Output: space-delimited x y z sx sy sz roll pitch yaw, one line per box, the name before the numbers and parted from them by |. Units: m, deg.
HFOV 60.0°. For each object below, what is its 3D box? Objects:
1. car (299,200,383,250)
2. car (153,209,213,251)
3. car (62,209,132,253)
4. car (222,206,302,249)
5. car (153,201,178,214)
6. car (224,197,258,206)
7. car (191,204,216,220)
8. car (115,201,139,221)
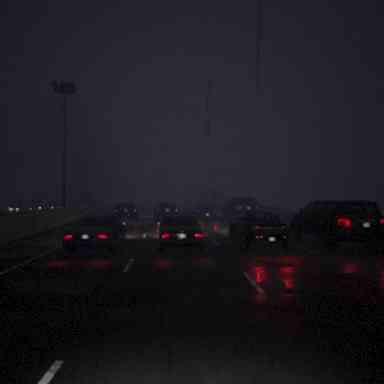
car | 6.431 1.358 15.307 2.150 2.045 5.566 0 0 -4
car | -0.547 1.686 14.751 2.033 1.411 5.357 0 -1 -4
car | -4.037 1.685 14.484 2.033 1.411 5.357 0 -1 -4
car | 2.920 1.635 15.316 2.128 1.511 4.902 0 0 -4
car | -2.425 1.636 30.458 2.097 1.767 4.553 0 -1 -9
car | 4.498 1.509 31.495 2.150 2.045 5.566 0 0 -9
car | 0.981 1.818 31.315 1.812 1.442 4.674 0 0 -9
car | -5.880 1.632 29.901 2.097 1.767 4.553 0 -1 -9
